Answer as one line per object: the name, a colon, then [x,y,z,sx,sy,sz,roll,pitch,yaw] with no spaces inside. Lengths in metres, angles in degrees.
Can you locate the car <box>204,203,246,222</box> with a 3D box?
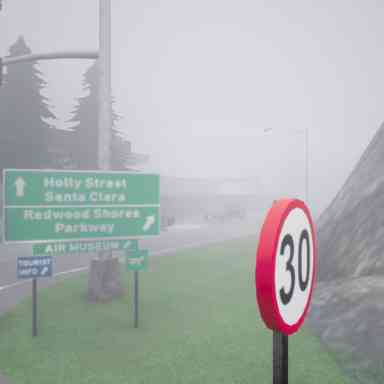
car: [2.871,1.683,28.321,2.128,1.511,4.902,0,0,36]

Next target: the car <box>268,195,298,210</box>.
car: [10.954,1.409,39.317,2.150,2.045,5.566,0,1,37]

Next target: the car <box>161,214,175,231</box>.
car: [-3.176,1.792,20.067,1.895,1.301,4.718,0,0,36]

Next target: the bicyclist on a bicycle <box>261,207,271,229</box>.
bicyclist on a bicycle: [4.641,1.643,18.728,1.656,1.620,0.582,0,0,36]

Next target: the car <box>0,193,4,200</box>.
car: [-38.345,1.489,70.143,4.514,1.523,2.007,0,0,35]

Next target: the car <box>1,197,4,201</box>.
car: [-12.297,1.505,26.109,1.905,1.878,3.866,0,0,35]
